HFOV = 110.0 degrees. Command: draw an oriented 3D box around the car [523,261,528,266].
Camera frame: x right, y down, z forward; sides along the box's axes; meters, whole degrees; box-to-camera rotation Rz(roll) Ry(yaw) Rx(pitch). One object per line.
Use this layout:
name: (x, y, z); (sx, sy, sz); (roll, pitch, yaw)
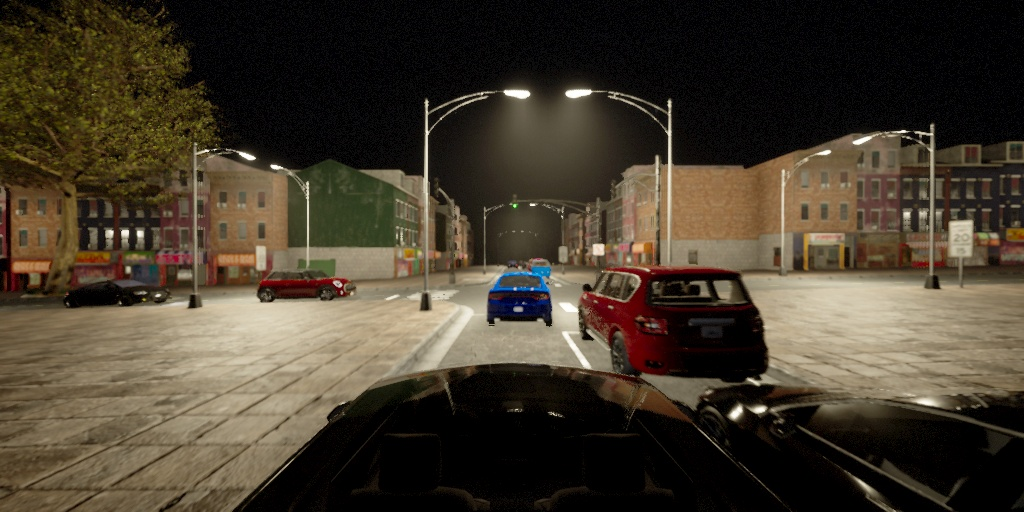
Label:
car: (2.667, 1.250, 38.848); (2.192, 1.841, 5.009); (0, 0, 0)

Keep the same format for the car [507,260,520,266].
car: (0.153, 1.691, 63.924); (1.895, 1.301, 4.718); (0, 0, 0)

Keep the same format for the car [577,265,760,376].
car: (2.640, 1.089, 7.081); (2.192, 1.841, 5.009); (0, 0, 0)

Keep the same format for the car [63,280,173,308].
car: (-20.574, 1.947, 18.824); (4.181, 1.385, 1.994); (-2, 0, 0)

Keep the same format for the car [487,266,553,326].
car: (0.348, 1.275, 11.961); (1.882, 1.535, 5.008); (0, 0, 4)

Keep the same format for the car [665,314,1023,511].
car: (2.636, 1.316, 1.679); (1.948, 1.339, 4.313); (0, 0, 0)

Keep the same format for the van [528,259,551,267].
van: (2.663, 1.246, 33.442); (1.690, 1.789, 3.998); (0, 0, 0)

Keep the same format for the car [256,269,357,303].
car: (-10.633, 1.446, 18.825); (4.553, 1.767, 2.097); (-2, 0, 0)

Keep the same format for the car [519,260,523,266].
car: (2.685, 1.618, 60.473); (2.007, 1.370, 4.403); (0, 0, 0)
